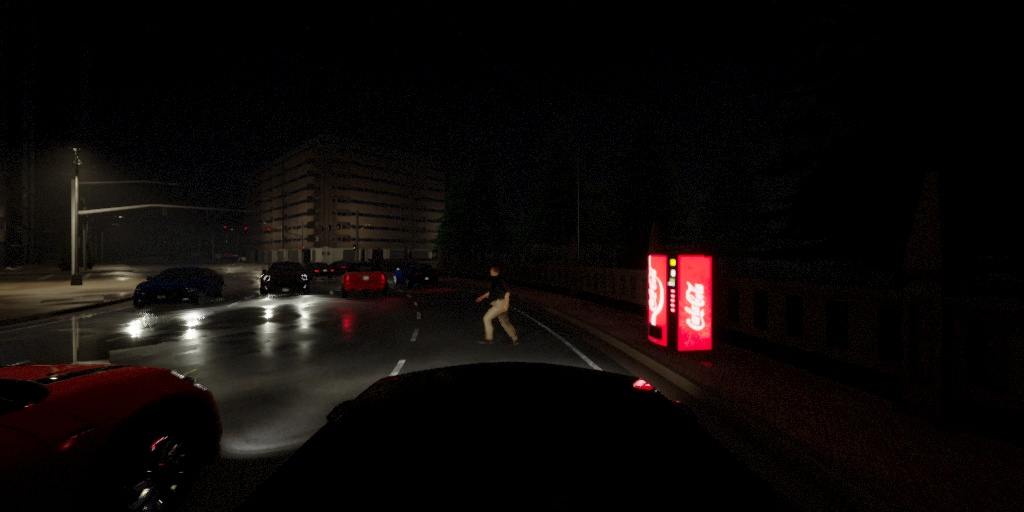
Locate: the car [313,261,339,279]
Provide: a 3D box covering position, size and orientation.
[{"bbox_3d":[-17.451,1.274,31.668,5.357,1.411,2.033,0,0,44],"label":"car"}]

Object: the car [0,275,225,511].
[{"bbox_3d":[-3.655,1.104,1.274,2.097,1.767,4.553,0,0,1],"label":"car"}]

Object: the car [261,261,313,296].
[{"bbox_3d":[-12.249,1.088,19.486,2.097,1.767,4.553,0,0,-32],"label":"car"}]

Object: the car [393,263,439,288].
[{"bbox_3d":[-6.483,1.209,23.915,1.882,1.535,5.008,0,0,-31],"label":"car"}]

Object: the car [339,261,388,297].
[{"bbox_3d":[-7.962,1.088,19.220,2.097,1.767,4.553,0,0,-25],"label":"car"}]

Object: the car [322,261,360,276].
[{"bbox_3d":[-17.500,1.248,36.593,4.674,1.442,1.812,0,0,42],"label":"car"}]

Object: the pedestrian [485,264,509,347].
[{"bbox_3d":[-0.329,1.039,7.726,0.375,1.860,0.375,0,0,-8],"label":"pedestrian"}]

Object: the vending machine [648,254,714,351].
[{"bbox_3d":[3.506,0.940,7.541,1.100,2.100,0.880,0,0,-8],"label":"vending machine"}]

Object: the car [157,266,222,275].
[{"bbox_3d":[-13.873,1.217,15.273,1.882,1.535,5.008,0,0,-27],"label":"car"}]
